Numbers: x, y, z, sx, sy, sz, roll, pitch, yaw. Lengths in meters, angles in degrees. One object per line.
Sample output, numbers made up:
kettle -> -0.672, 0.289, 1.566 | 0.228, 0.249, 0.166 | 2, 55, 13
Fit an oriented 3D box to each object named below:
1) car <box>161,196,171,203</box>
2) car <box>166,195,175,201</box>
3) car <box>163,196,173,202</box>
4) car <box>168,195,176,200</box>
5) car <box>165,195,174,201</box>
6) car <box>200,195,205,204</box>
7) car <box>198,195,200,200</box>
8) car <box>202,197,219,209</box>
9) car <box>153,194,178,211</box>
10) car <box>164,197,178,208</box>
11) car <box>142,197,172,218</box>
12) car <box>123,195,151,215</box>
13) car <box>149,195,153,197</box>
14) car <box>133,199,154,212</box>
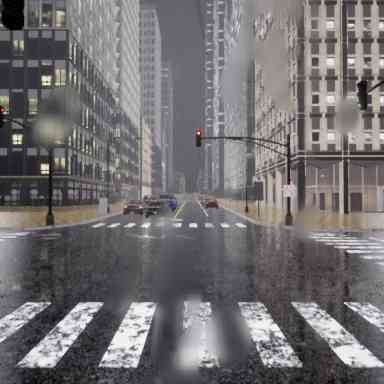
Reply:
car -> -5.713, 1.573, 72.771 | 1.887, 1.381, 4.507 | 1, 0, 0
car -> -5.721, 1.586, 89.497 | 2.008, 1.369, 4.403 | 1, 0, 0
car -> -5.716, 1.581, 78.347 | 2.008, 1.369, 4.403 | 1, 0, 0
car -> -5.725, 1.604, 95.072 | 1.947, 1.339, 4.313 | 1, 0, 0
car -> -5.719, 1.578, 83.922 | 1.887, 1.381, 4.507 | 1, 0, 0
car -> 2.676, 1.547, 56.288 | 1.752, 1.417, 4.829 | 1, 0, 0
car -> 2.673, 1.590, 61.695 | 1.947, 1.339, 4.313 | 1, 0, 0
car -> 2.680, 1.599, 44.962 | 1.802, 1.307, 4.206 | 1, 0, 0
car -> -3.115, 1.237, 40.870 | 2.150, 2.045, 5.566 | 0, 0, 0
car -> -3.113, 1.523, 51.172 | 1.837, 1.490, 4.892 | 0, 0, 0
car -> -3.116, 1.516, 30.429 | 1.837, 1.490, 4.892 | 0, 0, 0
car -> -5.691, 1.453, 33.745 | 1.967, 1.590, 4.097 | 1, 0, 0
car -> -5.694, 1.332, 44.896 | 2.192, 1.841, 5.009 | 1, 0, 0
car -> -5.697, 1.597, 39.321 | 1.802, 1.307, 4.206 | 1, 0, 0
